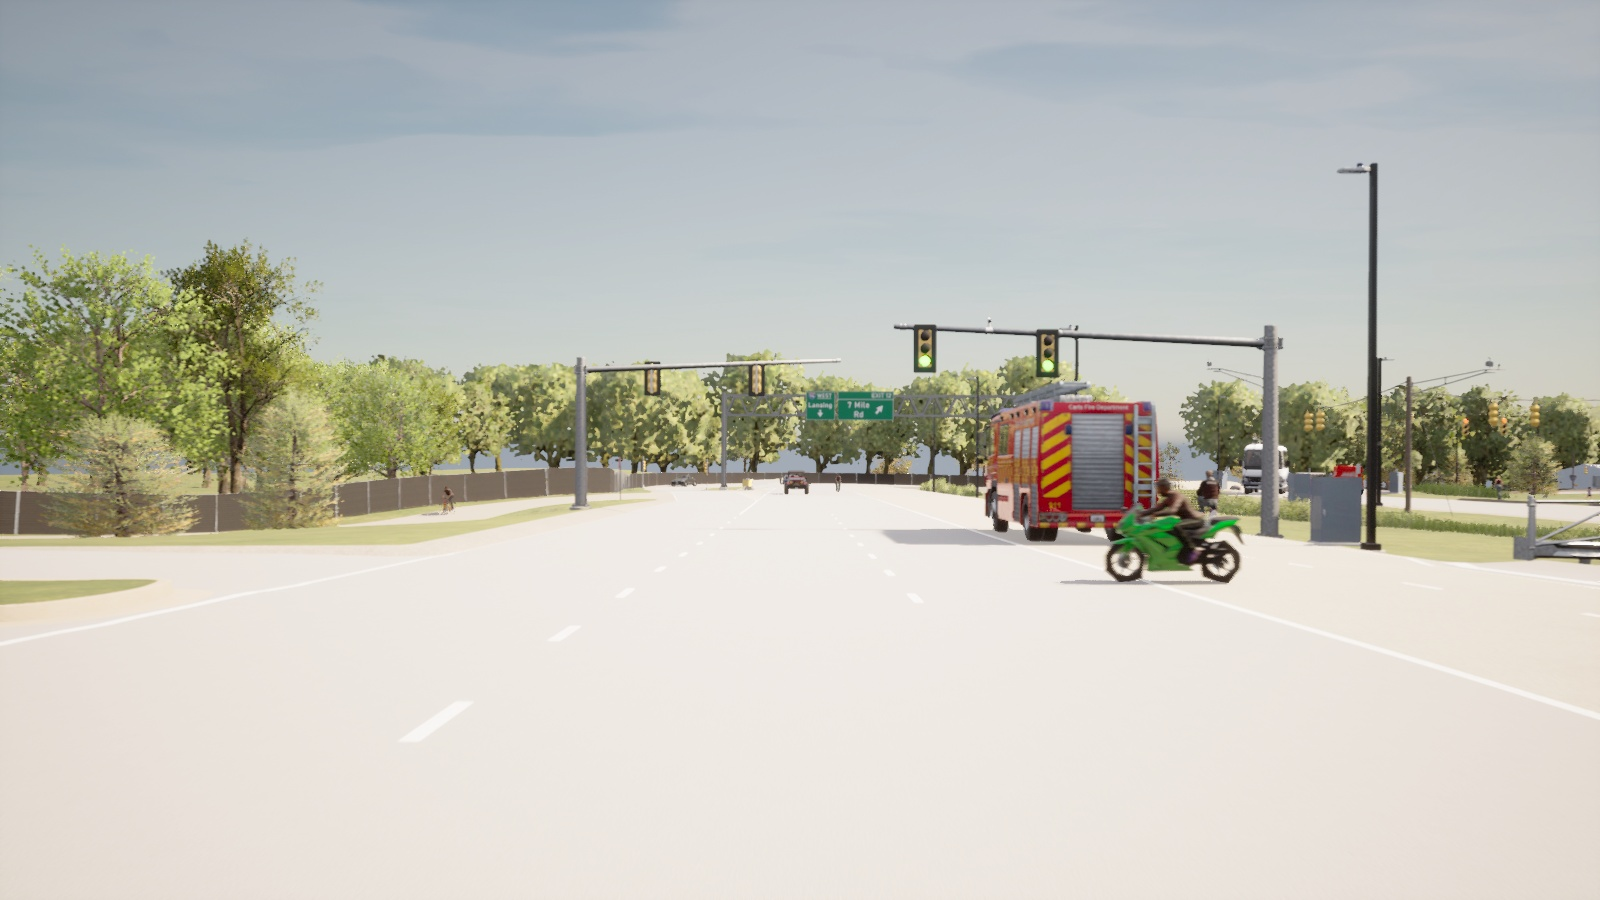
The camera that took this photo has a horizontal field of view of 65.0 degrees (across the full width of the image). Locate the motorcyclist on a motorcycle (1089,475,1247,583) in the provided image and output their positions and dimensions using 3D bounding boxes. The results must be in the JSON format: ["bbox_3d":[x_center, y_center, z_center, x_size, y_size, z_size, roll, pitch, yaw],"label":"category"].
[{"bbox_3d":[5.327,1.130,18.249,2.044,1.523,0.797,0,-1,-1],"label":"motorcyclist on a motorcycle"}]

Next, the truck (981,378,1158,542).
[{"bbox_3d":[6.912,0.322,33.616,2.891,3.827,8.468,0,-1,0],"label":"truck"}]
